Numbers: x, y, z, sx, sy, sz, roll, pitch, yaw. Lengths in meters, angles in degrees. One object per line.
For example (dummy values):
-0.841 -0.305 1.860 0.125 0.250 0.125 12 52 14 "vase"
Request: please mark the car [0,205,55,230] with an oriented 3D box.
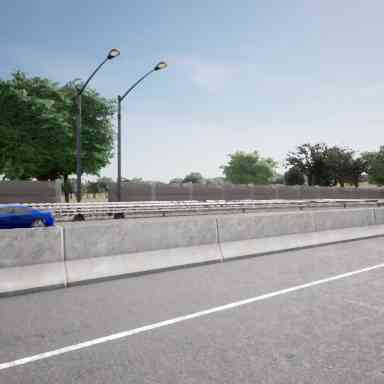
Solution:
-10.218 1.475 18.202 5.008 1.535 1.882 0 0 -36 "car"
